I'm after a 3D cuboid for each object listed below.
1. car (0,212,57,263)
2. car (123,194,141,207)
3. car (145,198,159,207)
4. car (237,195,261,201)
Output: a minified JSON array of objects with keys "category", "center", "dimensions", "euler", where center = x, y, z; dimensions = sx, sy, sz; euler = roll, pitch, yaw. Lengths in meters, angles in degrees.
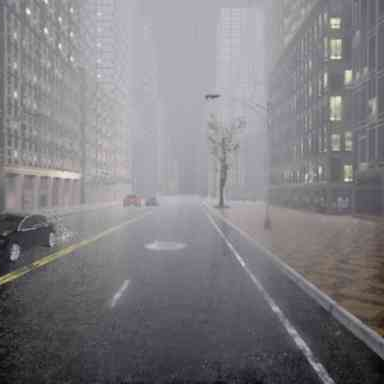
[{"category":"car","center":[-6.601,1.537,12.180],"dimensions":[1.837,1.490,4.892],"euler":[0,0,0]},{"category":"car","center":[-9.804,1.405,54.668],"dimensions":[2.150,2.045,5.566],"euler":[0,0,1]},{"category":"car","center":[-6.555,1.663,54.750],"dimensions":[1.882,1.535,5.008],"euler":[0,0,0]},{"category":"car","center":[15.985,1.781,93.975],"dimensions":[5.009,1.841,2.192],"euler":[0,0,3]}]
